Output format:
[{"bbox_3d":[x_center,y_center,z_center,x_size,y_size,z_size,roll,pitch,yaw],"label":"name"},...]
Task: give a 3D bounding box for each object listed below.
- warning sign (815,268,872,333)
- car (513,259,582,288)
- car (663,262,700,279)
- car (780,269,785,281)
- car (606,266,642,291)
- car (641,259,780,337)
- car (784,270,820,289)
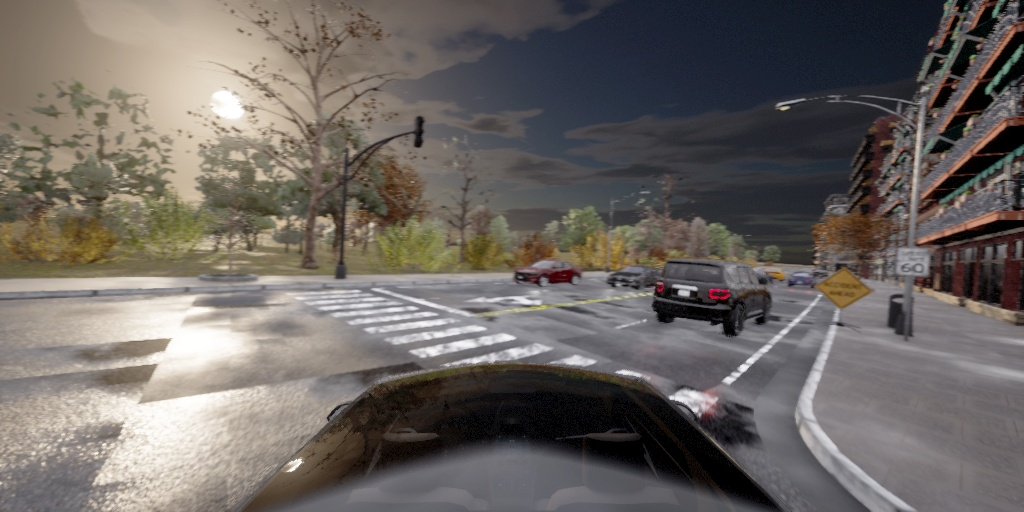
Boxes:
[{"bbox_3d":[10.166,1.288,11.119,1.300,1.860,1.060,0,0,44],"label":"warning sign"},{"bbox_3d":[2.178,0.935,21.089,1.882,1.535,5.008,5,2,43],"label":"car"},{"bbox_3d":[18.153,1.521,38.230,2.128,1.511,4.902,5,2,43],"label":"car"},{"bbox_3d":[32.042,2.222,43.868,1.882,1.535,5.008,5,2,42],"label":"car"},{"bbox_3d":[7.950,1.322,22.476,2.033,1.411,5.357,5,2,43],"label":"car"},{"bbox_3d":[6.552,1.165,11.512,5.566,2.045,2.150,2,2,-44],"label":"car"},{"bbox_3d":[26.877,2.198,33.199,1.812,1.442,4.674,5,2,43],"label":"car"}]
